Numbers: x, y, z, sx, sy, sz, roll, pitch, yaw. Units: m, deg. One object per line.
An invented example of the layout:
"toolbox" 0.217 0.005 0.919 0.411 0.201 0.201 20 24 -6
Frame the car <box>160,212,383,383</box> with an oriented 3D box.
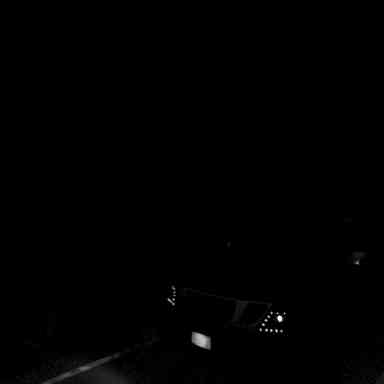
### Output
"car" 2.034 1.413 5.824 2.150 2.045 5.566 -3 -3 44
